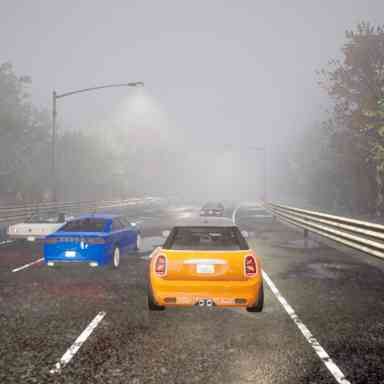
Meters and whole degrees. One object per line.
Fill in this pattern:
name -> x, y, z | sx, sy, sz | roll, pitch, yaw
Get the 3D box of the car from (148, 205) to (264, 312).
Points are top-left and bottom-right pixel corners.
car -> 0.321, 1.348, 7.877 | 2.097, 1.767, 4.553 | 0, 0, 2

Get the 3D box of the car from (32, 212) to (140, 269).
car -> -3.044, 1.468, 11.150 | 1.882, 1.535, 5.008 | 0, 0, 3

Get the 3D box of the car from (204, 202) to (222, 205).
car -> 1.681, 1.536, 26.488 | 2.033, 1.411, 5.357 | 0, 0, 8

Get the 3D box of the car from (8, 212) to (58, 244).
car -> -6.306, 1.581, 15.550 | 1.895, 1.301, 4.718 | 0, 0, 4
